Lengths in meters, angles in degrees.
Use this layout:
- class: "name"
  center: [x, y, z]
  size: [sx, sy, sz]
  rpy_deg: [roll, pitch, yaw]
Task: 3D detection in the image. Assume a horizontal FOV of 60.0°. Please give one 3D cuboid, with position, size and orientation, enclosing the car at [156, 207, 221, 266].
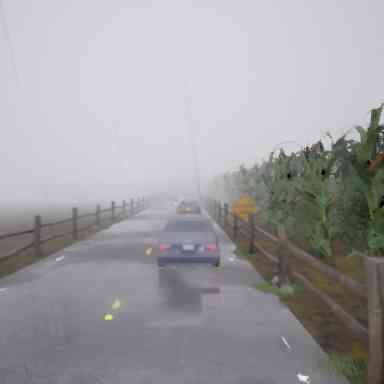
- class: "car"
  center: [-0.105, 1.438, 11.010]
  size: [2.033, 1.411, 5.357]
  rpy_deg: [0, 1, 0]

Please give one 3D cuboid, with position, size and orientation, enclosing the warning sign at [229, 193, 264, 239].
- class: "warning sign"
  center: [2.288, 0.977, 14.159]
  size: [1.300, 1.860, 1.060]
  rpy_deg: [0, 1, -1]

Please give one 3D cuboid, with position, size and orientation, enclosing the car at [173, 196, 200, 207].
- class: "car"
  center: [-0.277, 1.306, 28.319]
  size: [1.994, 1.385, 4.181]
  rpy_deg: [0, 1, 0]

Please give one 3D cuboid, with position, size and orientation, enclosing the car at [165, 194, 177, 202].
- class: "car"
  center: [-3.471, 1.058, 57.830]
  size: [1.994, 1.385, 4.181]
  rpy_deg: [0, 1, 0]
